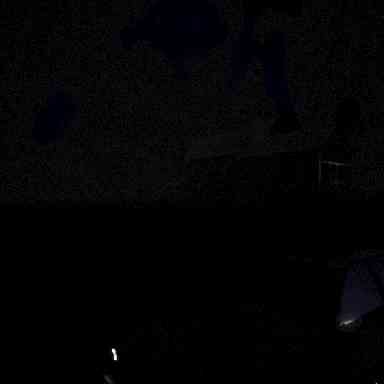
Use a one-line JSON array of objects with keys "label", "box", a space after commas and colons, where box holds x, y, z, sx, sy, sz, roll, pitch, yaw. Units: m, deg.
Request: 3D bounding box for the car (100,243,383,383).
[{"label": "car", "box": [1.637, 1.459, 4.365, 5.357, 1.411, 2.033, -2, 1, -38]}]
